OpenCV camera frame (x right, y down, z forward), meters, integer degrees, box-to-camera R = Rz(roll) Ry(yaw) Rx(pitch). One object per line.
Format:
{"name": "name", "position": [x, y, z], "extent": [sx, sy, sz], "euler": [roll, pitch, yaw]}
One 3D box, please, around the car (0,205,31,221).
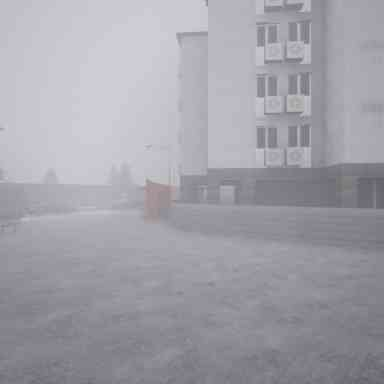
{"name": "car", "position": [-14.899, 1.564, 25.027], "extent": [1.994, 1.385, 4.181], "euler": [0, 0, 36]}

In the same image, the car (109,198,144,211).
{"name": "car", "position": [-8.144, 1.477, 41.683], "extent": [1.882, 1.535, 5.008], "euler": [0, 0, 35]}

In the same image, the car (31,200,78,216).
{"name": "car", "position": [-14.114, 1.547, 33.346], "extent": [2.033, 1.411, 5.357], "euler": [0, 0, 36]}

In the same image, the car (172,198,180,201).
{"name": "car", "position": [-0.192, 1.352, 45.592], "extent": [2.097, 1.767, 4.553], "euler": [0, 0, 36]}
